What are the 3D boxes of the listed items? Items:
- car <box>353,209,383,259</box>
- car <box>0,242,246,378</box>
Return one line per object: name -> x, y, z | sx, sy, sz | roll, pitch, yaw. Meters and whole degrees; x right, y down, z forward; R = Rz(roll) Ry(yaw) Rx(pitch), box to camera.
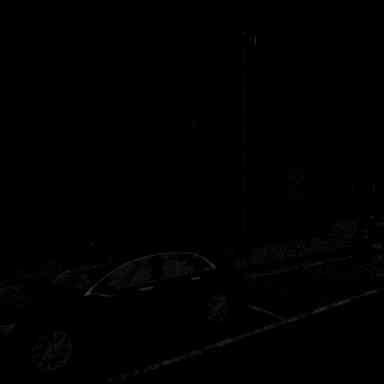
car -> 7.753, 1.366, 11.718 | 5.009, 1.841, 2.192 | 0, 0, -36
car -> -1.061, 1.559, 5.431 | 4.403, 1.369, 2.008 | 0, 0, -36
